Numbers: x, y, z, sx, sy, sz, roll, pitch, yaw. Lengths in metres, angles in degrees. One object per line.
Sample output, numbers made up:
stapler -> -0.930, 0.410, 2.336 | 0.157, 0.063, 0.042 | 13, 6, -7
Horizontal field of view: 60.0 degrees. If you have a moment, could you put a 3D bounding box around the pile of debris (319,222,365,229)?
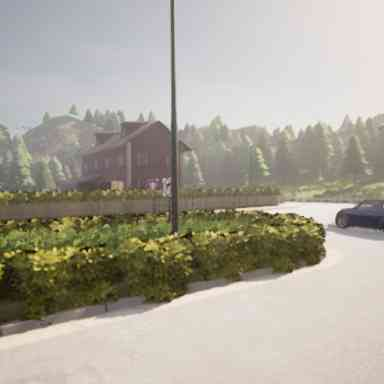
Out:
pile of debris -> 8.561, 1.890, 19.039 | 1.500, 0.140, 1.860 | -1, 1, -35

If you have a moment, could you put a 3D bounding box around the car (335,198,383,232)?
car -> 9.419, 1.076, 16.829 | 2.097, 1.767, 4.553 | -1, 1, -15

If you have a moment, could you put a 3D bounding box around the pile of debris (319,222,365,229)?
pile of debris -> 8.561, 1.890, 19.039 | 1.500, 0.140, 1.860 | -1, 1, -35
